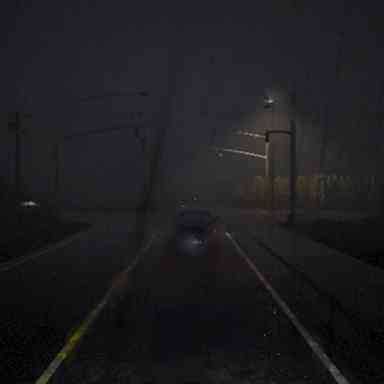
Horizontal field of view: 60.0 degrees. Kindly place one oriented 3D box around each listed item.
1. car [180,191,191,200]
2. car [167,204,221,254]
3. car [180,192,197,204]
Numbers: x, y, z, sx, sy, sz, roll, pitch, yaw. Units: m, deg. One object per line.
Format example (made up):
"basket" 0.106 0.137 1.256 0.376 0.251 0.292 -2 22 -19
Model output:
"car" -1.256 0.721 65.965 2.097 1.767 4.553 0 1 -3
"car" 0.095 1.396 12.750 1.812 1.442 4.674 0 1 1
"car" -0.467 0.902 48.121 2.097 1.767 4.553 0 1 -2
